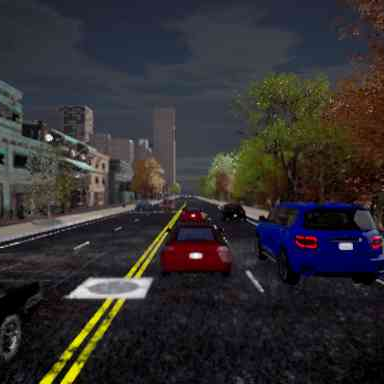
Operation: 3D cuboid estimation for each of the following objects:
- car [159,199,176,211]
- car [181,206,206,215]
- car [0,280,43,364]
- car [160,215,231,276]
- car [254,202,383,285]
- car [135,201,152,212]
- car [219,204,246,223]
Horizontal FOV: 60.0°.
[{"bbox_3d":[-3.322,1.736,46.446,2.097,1.767,4.553,0,0,0],"label":"car"},{"bbox_3d":[0.106,1.791,27.310,1.994,1.385,4.181,0,0,0],"label":"car"},{"bbox_3d":[-3.350,1.628,3.152,1.895,1.301,4.718,0,0,0],"label":"car"},{"bbox_3d":[0.103,1.653,10.697,1.994,1.385,4.181,0,0,0],"label":"car"},{"bbox_3d":[3.352,1.304,9.913,2.150,2.045,5.566,0,-1,0],"label":"car"},{"bbox_3d":[-6.575,1.925,45.695,2.033,1.411,5.357,0,0,0],"label":"car"},{"bbox_3d":[3.356,1.712,28.236,1.882,1.535,5.008,0,0,0],"label":"car"}]
